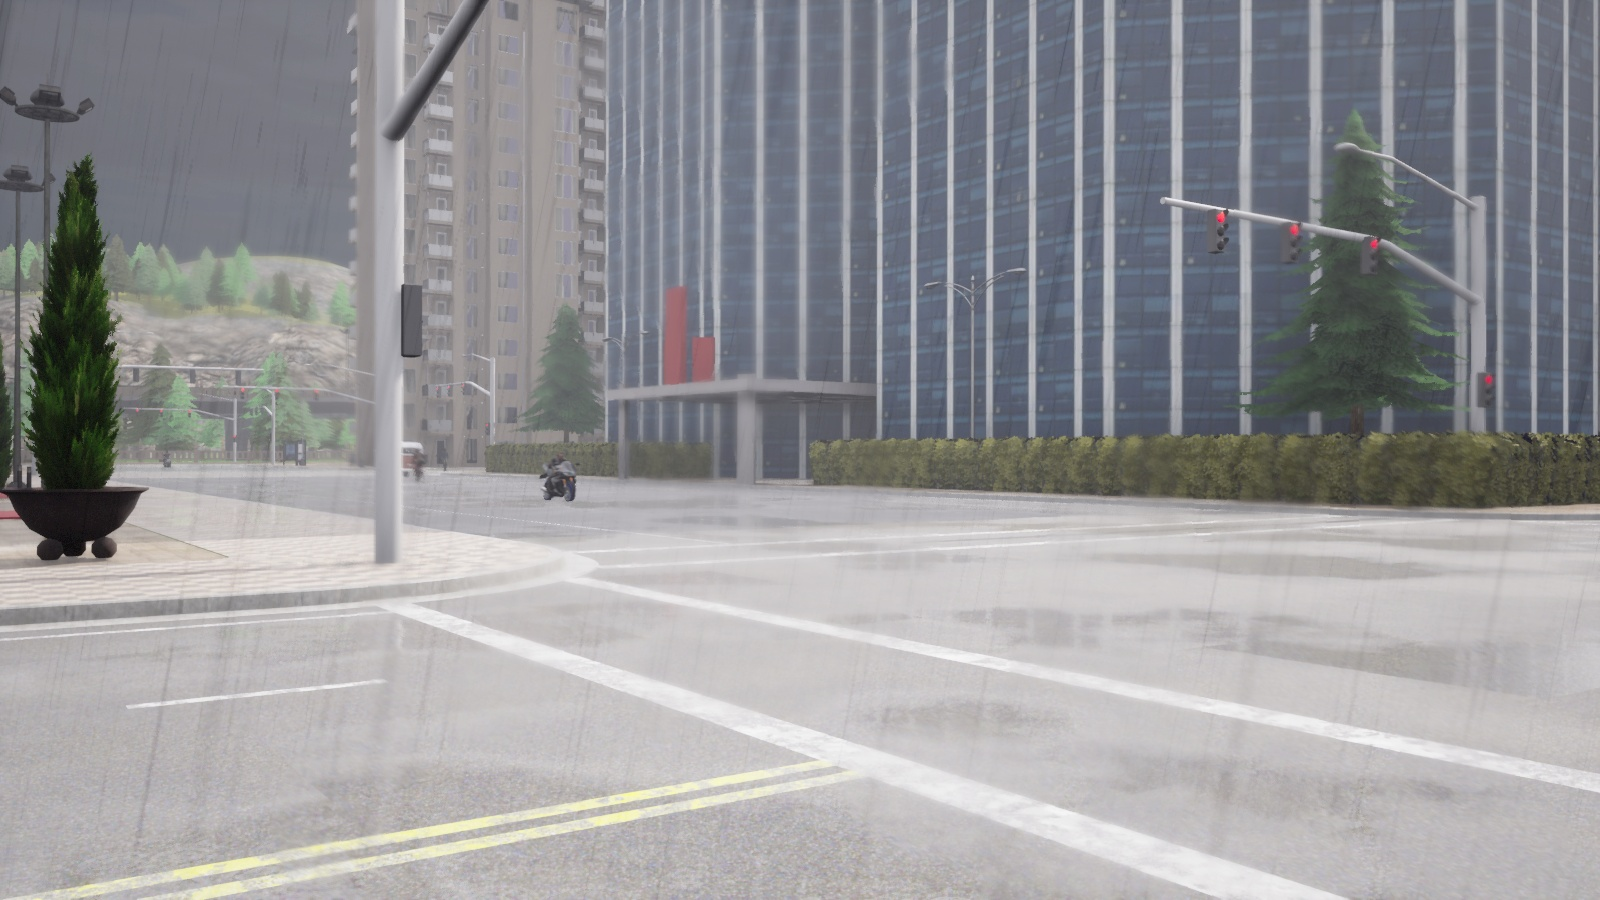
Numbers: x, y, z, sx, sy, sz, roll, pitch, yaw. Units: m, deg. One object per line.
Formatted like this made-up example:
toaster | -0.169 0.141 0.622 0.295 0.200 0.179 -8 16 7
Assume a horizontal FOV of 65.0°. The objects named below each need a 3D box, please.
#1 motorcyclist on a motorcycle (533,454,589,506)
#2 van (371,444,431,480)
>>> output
motorcyclist on a motorcycle | -7.330 0.889 38.415 0.866 1.530 2.191 0 0 -35
van | -23.235 0.696 73.072 2.069 2.038 4.480 0 0 -35
